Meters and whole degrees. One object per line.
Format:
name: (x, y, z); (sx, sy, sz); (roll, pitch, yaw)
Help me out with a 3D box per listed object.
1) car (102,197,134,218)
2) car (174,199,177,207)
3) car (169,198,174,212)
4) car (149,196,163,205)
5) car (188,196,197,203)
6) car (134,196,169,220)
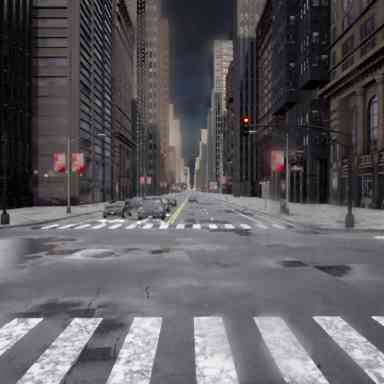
car: (-6.574, 1.489, 29.682); (1.837, 1.490, 4.892); (0, 0, 0)
car: (-3.290, 1.528, 49.778); (1.994, 1.385, 4.181); (0, 0, 0)
car: (-3.318, 1.504, 36.562); (1.812, 1.442, 4.674); (0, 0, 0)
car: (-6.478, 1.494, 60.255); (2.033, 1.411, 5.357); (0, 0, 1)
car: (0.163, 1.471, 69.915); (2.033, 1.411, 5.357); (0, 0, 0)
car: (-3.265, 1.338, 27.778); (2.097, 1.767, 4.553); (0, 0, -2)
